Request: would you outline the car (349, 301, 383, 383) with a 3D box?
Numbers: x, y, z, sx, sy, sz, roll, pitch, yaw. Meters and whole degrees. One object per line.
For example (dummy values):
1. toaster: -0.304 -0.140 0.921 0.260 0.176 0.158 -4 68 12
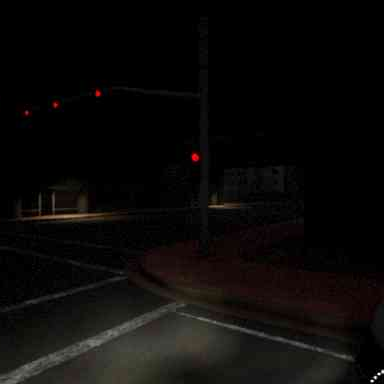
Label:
1. car: 3.698 1.217 1.356 5.566 2.045 2.150 0 0 36
